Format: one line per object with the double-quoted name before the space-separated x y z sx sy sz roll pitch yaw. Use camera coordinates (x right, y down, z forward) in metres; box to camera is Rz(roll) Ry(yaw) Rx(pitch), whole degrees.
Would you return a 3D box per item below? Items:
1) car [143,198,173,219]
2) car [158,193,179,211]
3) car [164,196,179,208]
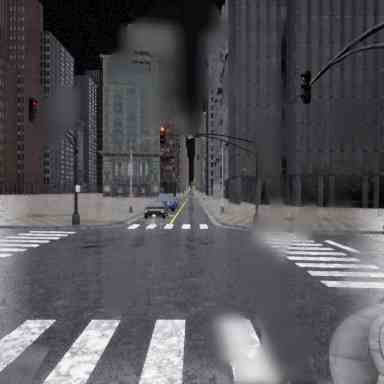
"car" -3.107 1.546 29.850 2.033 1.411 5.357 0 0 0
"car" -3.107 1.219 40.102 2.150 2.045 5.566 0 0 0
"car" -3.100 1.475 50.548 1.882 1.535 5.008 0 0 0
